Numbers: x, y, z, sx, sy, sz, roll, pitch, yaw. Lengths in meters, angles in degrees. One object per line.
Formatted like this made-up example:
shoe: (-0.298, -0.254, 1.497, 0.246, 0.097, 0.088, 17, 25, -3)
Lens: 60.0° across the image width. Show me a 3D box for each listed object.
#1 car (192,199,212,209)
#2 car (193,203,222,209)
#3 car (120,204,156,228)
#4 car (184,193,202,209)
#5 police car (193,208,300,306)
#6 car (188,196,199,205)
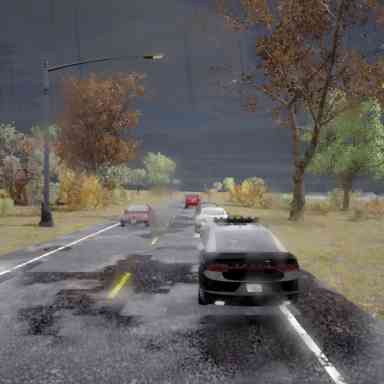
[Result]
car: (1.123, 1.504, 24.110, 1.837, 1.490, 4.892, 0, 0, 0)
car: (1.097, 1.525, 18.111, 1.812, 1.442, 4.674, 0, 0, 0)
car: (-3.534, 1.524, 22.463, 1.812, 1.442, 4.674, 0, 0, 0)
car: (0.205, 1.214, 45.325, 2.150, 2.045, 5.566, 0, 0, 1)
police car: (1.066, 1.425, 8.227, 1.930, 1.638, 5.238, 0, 0, 0)
car: (0.230, 1.511, 59.527, 1.812, 1.442, 4.674, 0, 0, 0)
